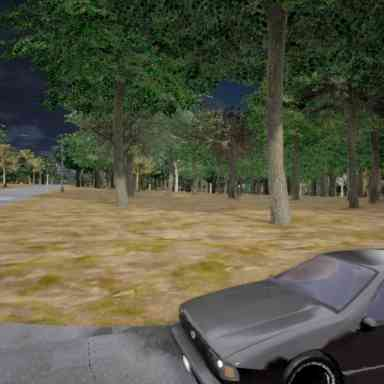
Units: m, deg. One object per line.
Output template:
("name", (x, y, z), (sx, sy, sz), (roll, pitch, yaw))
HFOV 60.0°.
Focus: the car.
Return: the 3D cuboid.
("car", (2.492, 1.550, 4.535), (5.357, 1.411, 2.033), (0, 0, -16))
